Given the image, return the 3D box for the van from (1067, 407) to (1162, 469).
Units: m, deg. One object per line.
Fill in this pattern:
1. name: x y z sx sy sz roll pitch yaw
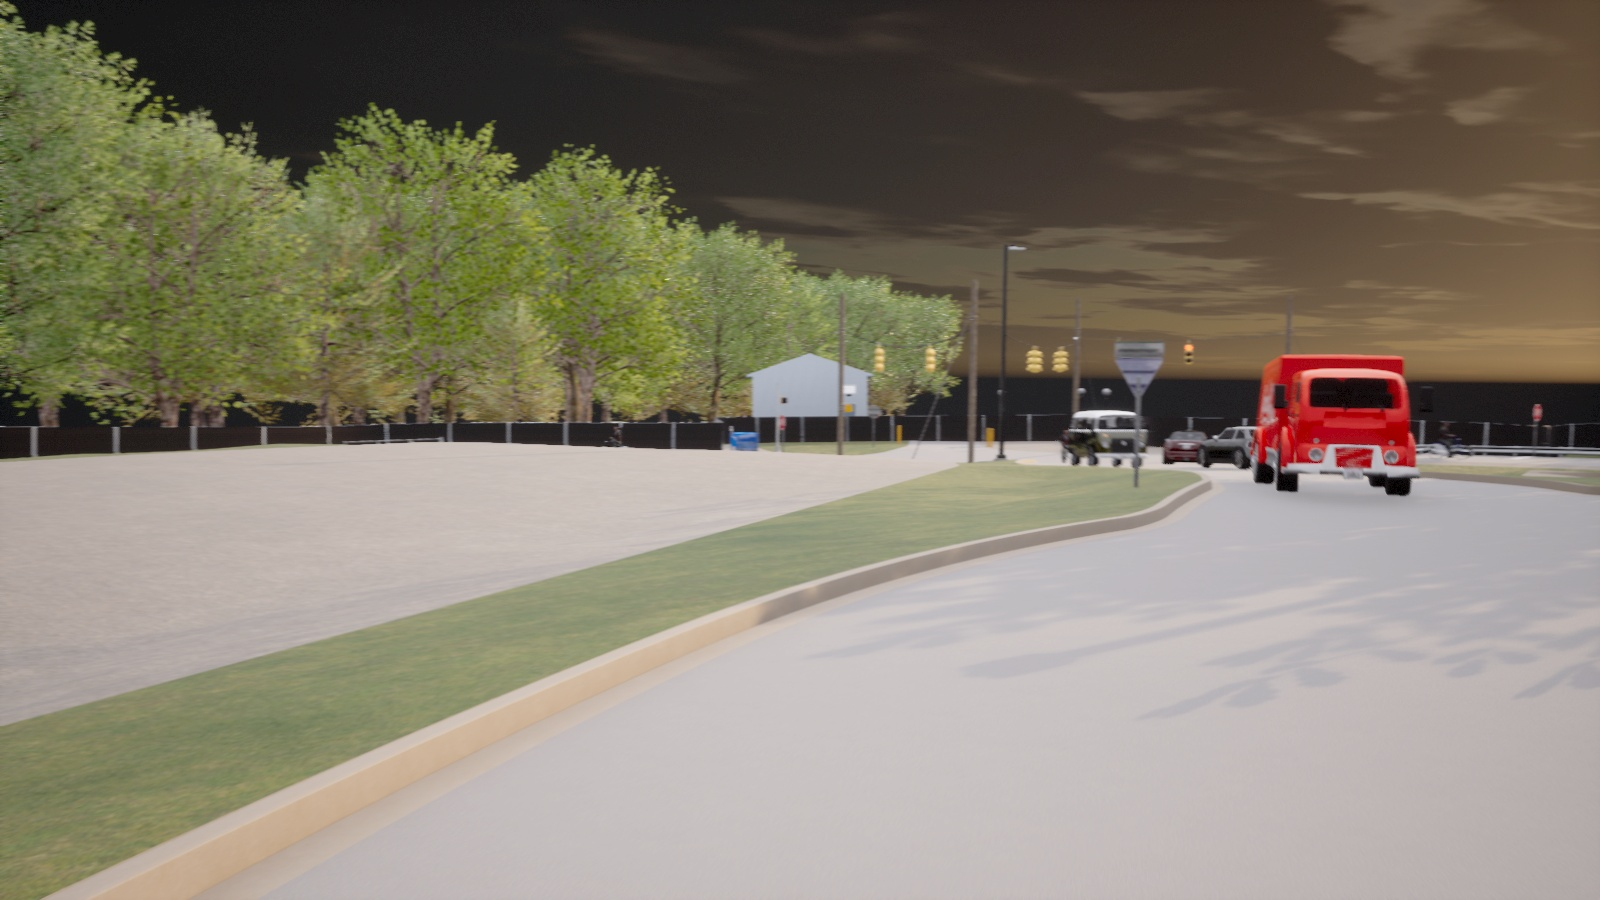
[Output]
1. van: 10.787 -0.428 43.435 2.069 2.038 4.480 0 1 -1

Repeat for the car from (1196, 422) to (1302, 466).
1. car: 15.792 -0.226 44.363 1.970 1.475 3.806 0 0 -9

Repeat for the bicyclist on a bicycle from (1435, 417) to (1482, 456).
1. bicyclist on a bicycle: 30.735 -0.639 58.669 1.843 1.776 0.659 1 4 40

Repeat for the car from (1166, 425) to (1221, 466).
1. car: 18.085 -0.227 57.569 2.097 1.767 4.553 1 1 21

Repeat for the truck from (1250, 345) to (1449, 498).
1. truck: 9.930 -0.569 23.214 2.627 2.467 5.204 1 2 16
